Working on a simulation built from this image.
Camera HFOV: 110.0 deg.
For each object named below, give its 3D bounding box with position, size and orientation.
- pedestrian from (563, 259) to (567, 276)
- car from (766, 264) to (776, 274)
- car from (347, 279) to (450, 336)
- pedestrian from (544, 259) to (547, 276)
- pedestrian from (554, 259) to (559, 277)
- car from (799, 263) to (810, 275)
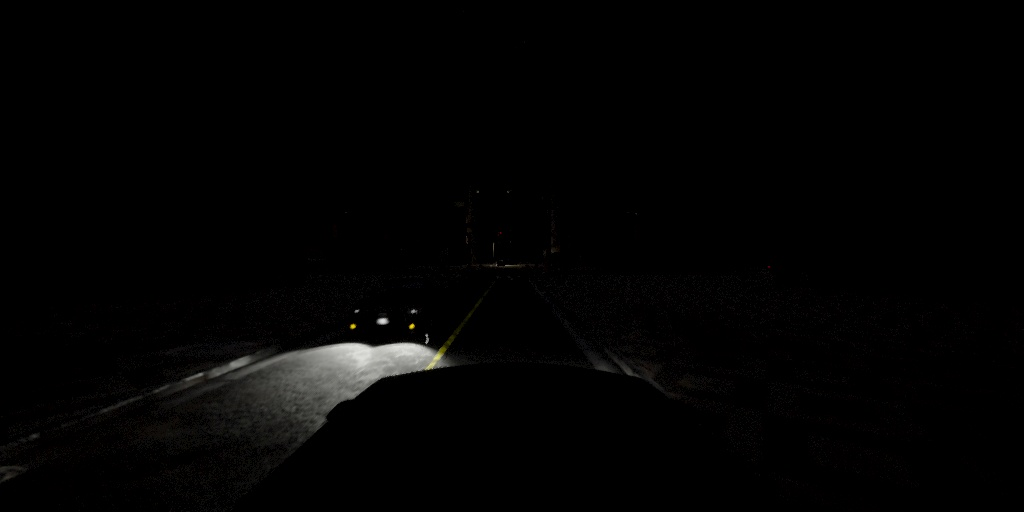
[{"bbox_3d":[5.640,1.207,37.977,0.375,1.860,0.375,0,0,0],"label":"pedestrian"},{"bbox_3d":[36.740,1.674,47.828,4.902,1.511,2.128,0,0,0],"label":"car"},{"bbox_3d":[-3.100,1.389,10.566,1.994,1.385,4.181,0,0,0],"label":"car"},{"bbox_3d":[3.641,1.196,38.577,0.375,1.860,0.375,0,0,0],"label":"pedestrian"},{"bbox_3d":[4.640,1.191,37.377,0.375,1.860,0.375,0,0,0],"label":"pedestrian"},{"bbox_3d":[36.729,1.674,44.578,4.892,1.490,1.837,0,0,0],"label":"car"}]
